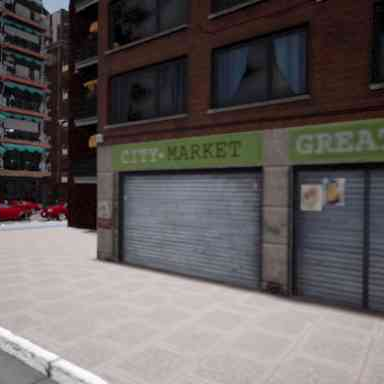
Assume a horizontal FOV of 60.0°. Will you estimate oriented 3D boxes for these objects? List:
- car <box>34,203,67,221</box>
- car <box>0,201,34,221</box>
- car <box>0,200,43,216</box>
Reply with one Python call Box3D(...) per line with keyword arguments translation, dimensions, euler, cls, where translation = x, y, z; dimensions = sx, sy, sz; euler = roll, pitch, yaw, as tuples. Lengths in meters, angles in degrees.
Box3D(translation=(-9.737, 1.538, 26.603), dimensions=(1.887, 1.381, 4.507), euler=(0, -1, 35), cls="car")
Box3D(translation=(-14.301, 1.470, 24.775), dimensions=(1.994, 1.385, 4.181), euler=(1, 0, 35), cls="car")
Box3D(translation=(-16.560, 1.472, 31.410), dimensions=(1.802, 1.307, 4.206), euler=(0, -1, 35), cls="car")
